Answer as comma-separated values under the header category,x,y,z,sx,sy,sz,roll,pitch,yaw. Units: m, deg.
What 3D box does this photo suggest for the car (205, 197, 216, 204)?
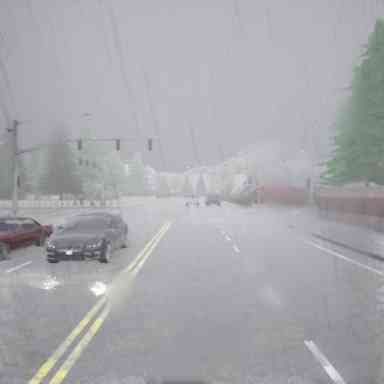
category,x,y,z,sx,sy,sz,roll,pitch,yaw
car,3.574,1.703,65.971,1.994,1.385,4.181,0,0,0

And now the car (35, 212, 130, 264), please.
category,x,y,z,sx,sy,sz,roll,pitch,yaw
car,-3.513,1.533,12.009,1.837,1.490,4.892,0,-1,1

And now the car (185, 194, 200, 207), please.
category,x,y,z,sx,sy,sz,roll,pitch,yaw
car,0.067,1.339,55.589,2.150,2.045,5.566,0,0,0

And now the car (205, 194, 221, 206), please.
category,x,y,z,sx,sy,sz,roll,pitch,yaw
car,3.562,1.339,55.613,2.150,2.045,5.566,0,0,0

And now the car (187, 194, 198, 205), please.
category,x,y,z,sx,sy,sz,roll,pitch,yaw
car,0.074,1.374,66.006,2.150,2.045,5.566,0,0,0

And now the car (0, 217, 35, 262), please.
category,x,y,z,sx,sy,sz,roll,pitch,yaw
car,-7.011,1.627,12.332,1.895,1.301,4.718,0,0,1
